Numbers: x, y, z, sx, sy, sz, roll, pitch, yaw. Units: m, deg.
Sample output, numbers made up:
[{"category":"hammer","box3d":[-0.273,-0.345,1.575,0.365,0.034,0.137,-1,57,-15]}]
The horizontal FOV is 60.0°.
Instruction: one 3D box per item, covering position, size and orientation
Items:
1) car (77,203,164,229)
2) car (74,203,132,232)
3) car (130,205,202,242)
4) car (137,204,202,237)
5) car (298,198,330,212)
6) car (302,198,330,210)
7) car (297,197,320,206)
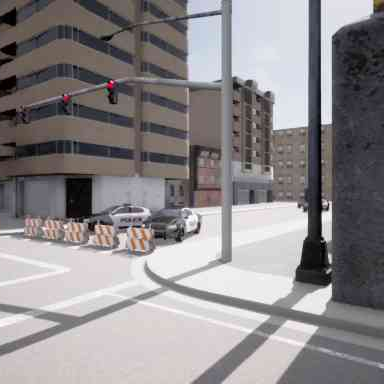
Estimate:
[{"category":"car","box3d":[-4.097,1.295,19.264,4.536,1.218,1.853,0,0,-29]},{"category":"car","box3d":[-4.142,1.453,19.238,4.974,1.542,2.038,0,0,-29]},{"category":"car","box3d":[-0.949,1.453,16.553,2.038,1.542,4.974,0,0,16]},{"category":"car","box3d":[-0.936,1.295,16.603,1.853,1.218,4.536,0,0,16]},{"category":"car","box3d":[14.326,1.453,38.329,2.038,1.542,4.974,0,0,36]},{"category":"car","box3d":[14.356,1.295,38.371,1.853,1.218,4.536,0,0,36]},{"category":"car","box3d":[16.564,1.295,47.289,1.853,1.218,4.536,0,0,36]}]
